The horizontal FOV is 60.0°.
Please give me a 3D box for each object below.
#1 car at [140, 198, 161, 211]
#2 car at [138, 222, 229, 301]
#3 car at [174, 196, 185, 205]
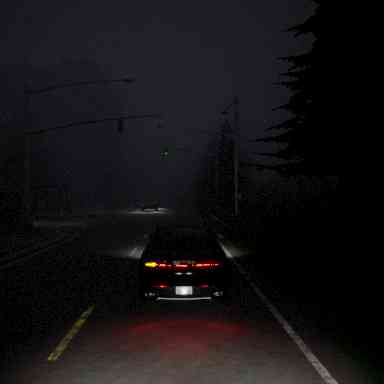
[{"bbox_3d":[-5.137,1.526,40.655,1.812,1.442,4.674,0,0,-3],"label":"car"},{"bbox_3d":[-0.218,1.505,8.345,1.837,1.490,4.892,0,0,-2],"label":"car"},{"bbox_3d":[-2.240,1.477,60.606,1.882,1.535,5.008,0,0,-3],"label":"car"}]
